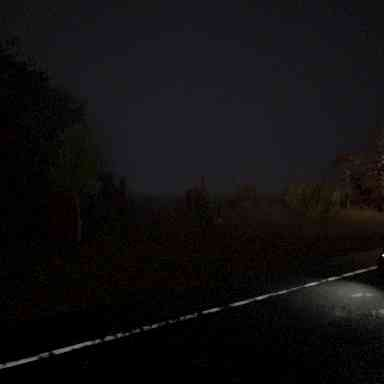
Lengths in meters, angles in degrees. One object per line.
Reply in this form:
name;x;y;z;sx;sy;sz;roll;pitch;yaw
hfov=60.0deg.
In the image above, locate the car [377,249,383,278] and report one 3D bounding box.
car;6.814;1.524;8.852;4.674;1.442;1.812;0;0;-35
